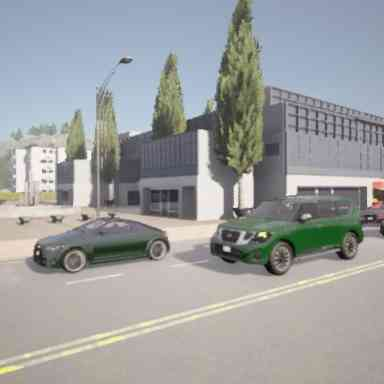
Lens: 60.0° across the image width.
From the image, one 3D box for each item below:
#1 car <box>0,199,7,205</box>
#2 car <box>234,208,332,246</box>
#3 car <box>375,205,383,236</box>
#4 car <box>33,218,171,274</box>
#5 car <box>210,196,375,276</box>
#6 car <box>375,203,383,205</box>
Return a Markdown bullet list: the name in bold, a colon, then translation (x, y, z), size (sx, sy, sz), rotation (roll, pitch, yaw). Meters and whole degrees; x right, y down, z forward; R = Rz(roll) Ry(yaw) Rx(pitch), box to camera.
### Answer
- **car**: translation (-31.813, 1.530, 53.271), size (1.994, 1.385, 4.181), rotation (0, 0, 17)
- **car**: translation (4.387, 1.517, 15.699), size (4.718, 1.301, 1.895), rotation (0, 0, -35)
- **car**: translation (10.879, 1.443, 16.014), size (4.181, 1.385, 1.994), rotation (0, 0, -35)
- **car**: translation (-2.754, 1.538, 10.622), size (4.181, 1.385, 1.994), rotation (0, 0, -35)
- **car**: translation (3.206, 1.164, 10.571), size (5.566, 2.045, 2.150), rotation (0, 0, -35)
- **car**: translation (12.509, 1.413, 21.443), size (4.181, 1.385, 1.994), rotation (0, 0, -36)
